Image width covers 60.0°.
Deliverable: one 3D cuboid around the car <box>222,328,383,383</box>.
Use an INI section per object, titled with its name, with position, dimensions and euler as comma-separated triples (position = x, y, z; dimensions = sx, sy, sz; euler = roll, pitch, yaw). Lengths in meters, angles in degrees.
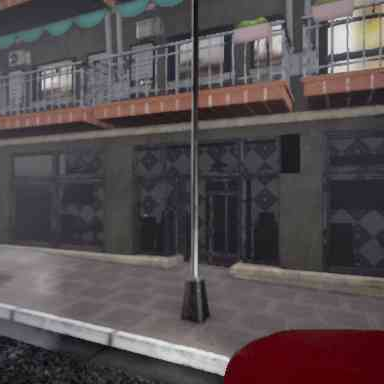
[car]
position = 2.460, 1.600, 2.091
dimensions = 4.674, 1.442, 1.812
euler = 2, 0, 23
